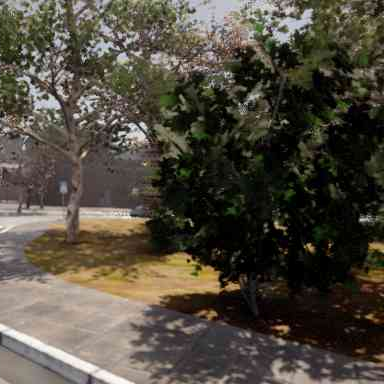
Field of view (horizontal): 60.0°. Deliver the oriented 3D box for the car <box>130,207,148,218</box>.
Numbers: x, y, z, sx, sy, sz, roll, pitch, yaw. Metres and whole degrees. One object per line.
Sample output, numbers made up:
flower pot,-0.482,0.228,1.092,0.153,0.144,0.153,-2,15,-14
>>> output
car,-4.132,2.037,33.346,4.181,1.385,1.994,6,-3,-43
